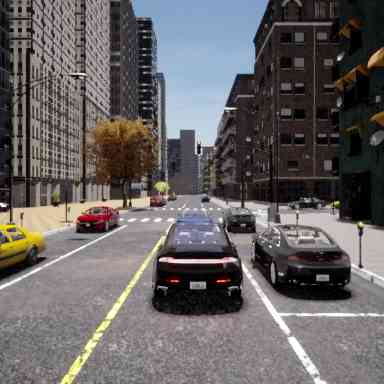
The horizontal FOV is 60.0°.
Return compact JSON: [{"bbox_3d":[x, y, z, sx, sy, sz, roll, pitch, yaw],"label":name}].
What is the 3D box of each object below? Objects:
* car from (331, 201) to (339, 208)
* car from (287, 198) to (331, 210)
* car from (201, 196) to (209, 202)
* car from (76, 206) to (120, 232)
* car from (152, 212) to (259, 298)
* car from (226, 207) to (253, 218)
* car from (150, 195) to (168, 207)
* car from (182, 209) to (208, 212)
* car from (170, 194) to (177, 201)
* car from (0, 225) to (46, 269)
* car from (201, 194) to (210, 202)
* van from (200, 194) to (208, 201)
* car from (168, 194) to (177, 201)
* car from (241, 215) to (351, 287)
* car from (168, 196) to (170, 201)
[{"bbox_3d":[18.999,1.259,39.548,4.829,1.417,1.752,-1,1,0],"label":"car"},{"bbox_3d":[13.602,1.359,39.518,4.403,1.369,2.008,-1,1,0],"label":"car"},{"bbox_3d":[3.049,1.599,80.332,1.752,1.417,4.829,0,0,0],"label":"car"},{"bbox_3d":[-5.602,1.549,20.198,1.887,1.381,4.507,0,0,0],"label":"car"},{"bbox_3d":[0.126,1.492,8.496,2.128,1.511,4.902,0,0,0],"label":"car"},{"bbox_3d":[2.778,1.555,20.161,2.008,1.369,4.403,0,0,0],"label":"car"},{"bbox_3d":[-5.457,1.349,52.586,2.192,1.841,5.009,0,0,0],"label":"car"},{"bbox_3d":[0.159,1.605,18.613,1.895,1.301,4.718,0,0,1],"label":"car"},{"bbox_3d":[-5.308,1.649,85.724,1.947,1.339,4.313,0,0,0],"label":"car"},{"bbox_3d":[-5.653,1.526,8.963,1.752,1.417,4.829,0,0,0],"label":"car"},{"bbox_3d":[3.023,1.630,74.639,1.947,1.339,4.313,0,0,0],"label":"car"},{"bbox_3d":[3.072,1.424,85.686,1.690,1.788,3.998,0,0,0],"label":"van"},{"bbox_3d":[-5.284,1.409,91.246,2.192,1.841,5.009,0,0,0],"label":"car"},{"bbox_3d":[2.728,1.552,9.095,2.008,1.369,4.403,0,0,0],"label":"car"},{"bbox_3d":[-5.432,1.607,58.109,1.947,1.339,4.313,0,0,0],"label":"car"}]
